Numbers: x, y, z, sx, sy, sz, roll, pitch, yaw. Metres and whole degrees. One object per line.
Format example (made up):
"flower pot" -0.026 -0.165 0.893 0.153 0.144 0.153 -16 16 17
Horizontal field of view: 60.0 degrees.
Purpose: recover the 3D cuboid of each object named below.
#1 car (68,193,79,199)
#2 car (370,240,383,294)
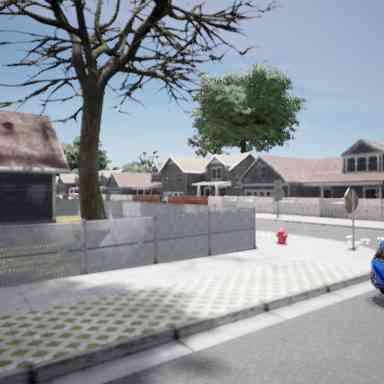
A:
"car" -16.379 1.231 48.493 2.150 2.045 5.566 0 0 -36
"car" 6.255 1.243 7.405 5.566 2.045 2.150 0 0 -35
